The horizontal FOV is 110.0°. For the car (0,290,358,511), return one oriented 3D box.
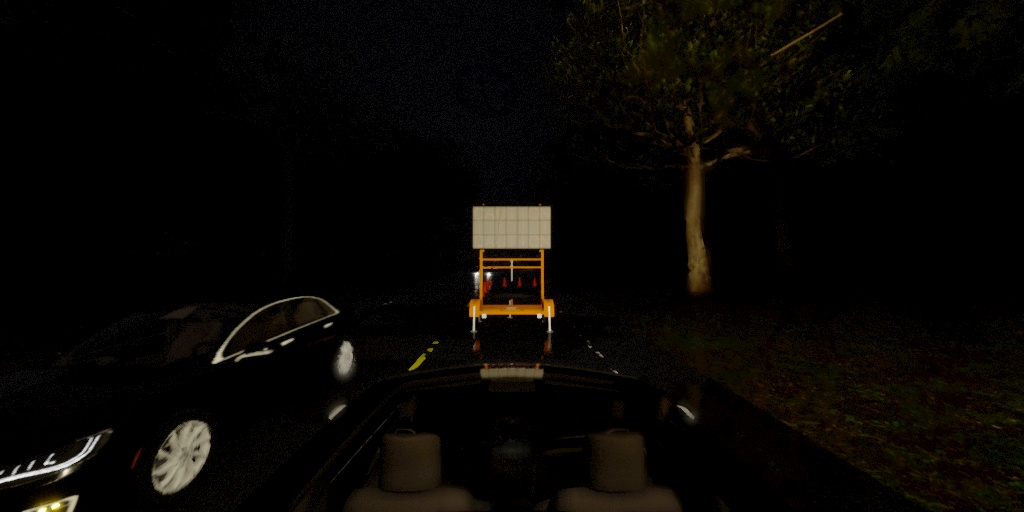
[{"bbox_3d":[-3.600,1.256,4.423,1.837,1.490,4.892,0,0,0],"label":"car"}]

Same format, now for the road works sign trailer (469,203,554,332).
[{"bbox_3d":[-0.005,0.217,10.821,2.380,3.560,2.880,0,0,0],"label":"road works sign trailer"}]

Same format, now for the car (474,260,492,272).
[{"bbox_3d":[-3.615,1.237,45.459,1.837,1.490,4.892,0,0,0],"label":"car"}]
